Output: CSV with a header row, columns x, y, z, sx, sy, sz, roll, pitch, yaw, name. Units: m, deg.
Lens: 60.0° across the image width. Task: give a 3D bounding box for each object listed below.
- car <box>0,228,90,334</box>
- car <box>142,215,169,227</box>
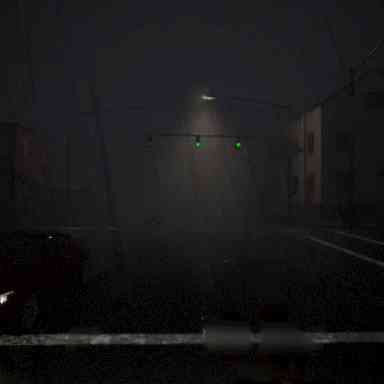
x,y,z,sx,sy,sz,roll,pitch,yaw,name
-3.501,1.547,6.890,1.812,1.442,4.674,0,0,0,car
-3.531,2.905,31.472,1.994,1.385,4.181,0,-9,0,car
